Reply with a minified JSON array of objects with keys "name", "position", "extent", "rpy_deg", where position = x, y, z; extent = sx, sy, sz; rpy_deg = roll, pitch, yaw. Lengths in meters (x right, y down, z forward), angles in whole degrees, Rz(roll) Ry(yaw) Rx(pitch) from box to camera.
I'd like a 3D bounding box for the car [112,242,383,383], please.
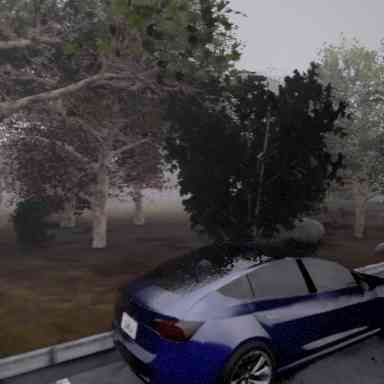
[{"name":"car","position":[1.266,1.514,4.940],"extent":[4.792,1.488,2.163],"rpy_deg":[0,1,-33]}]
